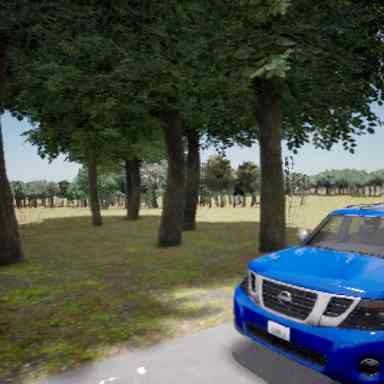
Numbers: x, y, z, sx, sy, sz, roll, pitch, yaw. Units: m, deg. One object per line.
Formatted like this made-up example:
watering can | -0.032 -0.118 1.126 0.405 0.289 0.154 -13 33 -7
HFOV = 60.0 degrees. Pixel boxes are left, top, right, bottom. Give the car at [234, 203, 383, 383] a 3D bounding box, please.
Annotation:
car | 3.231 1.230 5.377 5.566 2.045 2.150 0 0 -36
